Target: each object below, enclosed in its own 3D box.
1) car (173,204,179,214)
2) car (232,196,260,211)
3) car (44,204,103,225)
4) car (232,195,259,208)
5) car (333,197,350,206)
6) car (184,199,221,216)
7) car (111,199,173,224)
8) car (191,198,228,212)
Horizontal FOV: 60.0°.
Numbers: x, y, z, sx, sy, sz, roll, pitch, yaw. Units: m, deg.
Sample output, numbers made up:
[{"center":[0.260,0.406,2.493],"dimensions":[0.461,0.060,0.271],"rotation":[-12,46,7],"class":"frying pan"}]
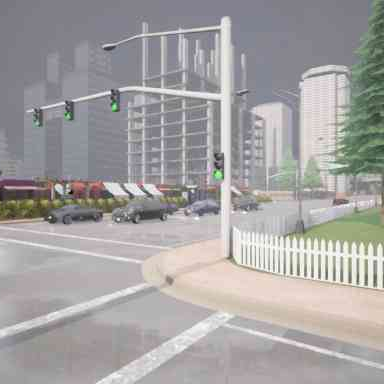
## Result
[{"center":[-3.423,1.547,32.076],"dimensions":[2.033,1.411,5.357],"rotation":[0,0,34],"class":"car"},{"center":[6.696,1.505,40.759],"dimensions":[1.837,1.490,4.892],"rotation":[0,0,34],"class":"car"},{"center":[-8.606,1.564,24.422],"dimensions":[1.994,1.385,4.181],"rotation":[0,0,34],"class":"car"},{"center":[7.927,1.352,48.764],"dimensions":[2.097,1.767,4.553],"rotation":[0,0,35],"class":"car"},{"center":[24.103,1.478,53.649],"dimensions":[1.882,1.535,5.008],"rotation":[0,0,34],"class":"car"},{"center":[1.060,1.526,32.433],"dimensions":[1.812,1.442,4.674],"rotation":[0,0,34],"class":"car"},{"center":[-3.892,1.352,25.140],"dimensions":[2.097,1.767,4.553],"rotation":[0,0,34],"class":"car"},{"center":[2.223,1.547,40.411],"dimensions":[2.033,1.411,5.357],"rotation":[0,0,34],"class":"car"}]
